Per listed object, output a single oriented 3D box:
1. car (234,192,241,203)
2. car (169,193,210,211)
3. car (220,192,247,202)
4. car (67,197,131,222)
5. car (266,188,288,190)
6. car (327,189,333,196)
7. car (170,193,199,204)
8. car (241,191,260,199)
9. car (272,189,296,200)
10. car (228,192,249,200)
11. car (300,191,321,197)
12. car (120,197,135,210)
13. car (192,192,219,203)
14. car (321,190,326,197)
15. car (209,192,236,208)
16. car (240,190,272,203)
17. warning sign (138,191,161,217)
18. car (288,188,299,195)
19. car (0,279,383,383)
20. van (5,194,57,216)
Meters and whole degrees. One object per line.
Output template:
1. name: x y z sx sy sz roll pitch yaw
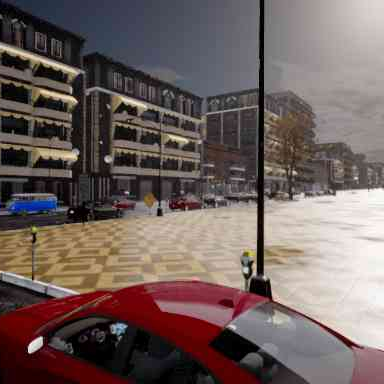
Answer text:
1. car: 6.625 0.802 47.712 2.128 1.511 4.902 1 1 35
2. car: -0.442 1.132 32.886 1.887 1.381 4.507 2 2 35
3. car: 6.764 0.759 53.398 2.033 1.411 5.357 1 1 35
4. car: -6.765 1.329 23.719 1.947 1.339 4.313 2 2 35
5. car: 15.670 0.568 60.835 1.837 1.490 4.892 1 1 35
6. car: 34.340 0.078 83.311 1.967 1.590 4.097 2 2 35
7. car: -1.016 0.909 46.813 1.947 1.339 4.313 2 2 35
8. car: 11.535 0.525 65.009 1.752 1.417 4.829 2 2 35
9. car: 15.465 0.675 55.948 1.752 1.417 4.829 2 2 35
10. car: 8.470 0.649 60.567 1.947 1.339 4.313 2 2 35
11. car: 24.854 0.445 69.562 2.008 1.369 4.403 2 2 35
12. car: -7.558 1.168 32.786 1.994 1.385 4.181 1 1 35
13. car: 2.146 0.807 51.397 2.008 1.369 4.403 2 2 35
14. car: 28.015 0.359 74.145 2.008 1.369 4.403 2 2 35
15. car: 2.720 1.050 37.470 2.008 1.369 4.403 2 2 35
16. car: 9.044 0.876 46.639 2.008 1.369 4.403 2 2 35
17. warning sign: -3.150 0.851 24.811 1.300 1.860 1.060 -1 0 35
18. car: 24.281 -0.031 83.481 2.192 1.841 5.009 2 2 35
19. car: -0.324 1.544 3.095 4.507 1.381 1.887 0 0 35
20. van: -13.661 1.035 28.471 1.690 1.788 3.998 2 2 35
